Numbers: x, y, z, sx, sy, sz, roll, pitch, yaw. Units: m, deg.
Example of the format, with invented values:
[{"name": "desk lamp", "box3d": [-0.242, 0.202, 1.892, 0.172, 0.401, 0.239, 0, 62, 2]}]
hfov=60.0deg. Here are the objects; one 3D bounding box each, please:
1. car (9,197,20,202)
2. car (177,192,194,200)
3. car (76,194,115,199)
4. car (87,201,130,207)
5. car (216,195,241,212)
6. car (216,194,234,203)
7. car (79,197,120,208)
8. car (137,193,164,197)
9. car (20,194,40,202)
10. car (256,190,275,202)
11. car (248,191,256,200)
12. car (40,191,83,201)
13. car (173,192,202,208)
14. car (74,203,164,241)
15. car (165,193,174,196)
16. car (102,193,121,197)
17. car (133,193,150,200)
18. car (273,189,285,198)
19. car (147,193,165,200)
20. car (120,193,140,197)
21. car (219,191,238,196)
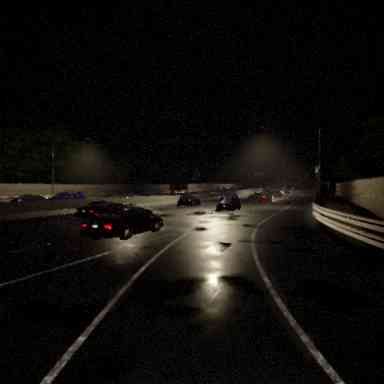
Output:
[{"name": "car", "box3d": [-22.535, 1.058, 45.415, 2.097, 1.767, 4.553, 0, 0, 21]}, {"name": "car", "box3d": [-1.426, 0.840, 71.606, 2.097, 1.767, 4.553, 0, 1, 20]}, {"name": "car", "box3d": [-12.324, 1.310, 42.751, 1.994, 1.385, 4.181, 0, 0, 21]}, {"name": "car", "box3d": [-4.638, 1.475, 23.322, 2.033, 1.411, 5.357, 0, 1, 21]}, {"name": "car", "box3d": [4.039, 1.393, 36.347, 1.994, 1.385, 4.181, 0, 1, 21]}, {"name": "car", "box3d": [6.185, 1.153, 61.958, 2.033, 1.411, 5.357, 0, 1, 20]}, {"name": "car", "box3d": [-7.074, 1.441, 26.775, 2.033, 1.411, 5.357, 0, 1, 21]}, {"name": "car", "box3d": [-6.954, 1.232, 56.909, 1.895, 1.301, 4.718, 0, 1, 21]}, {"name": "car", "box3d": [-19.390, 1.272, 43.848, 2.033, 1.411, 5.357, 0, 1, 21]}, {"name": "car", "box3d": [13.858, 0.957, 62.501, 2.097, 1.767, 4.553, 0, 1, 20]}, {"name": "car", "box3d": [13.098, 1.039, 70.510, 1.994, 1.385, 4.181, 0, 1, 20]}, {"name": "car", "box3d": [-16.136, 0.962, 42.572, 2.150, 2.045, 5.566, 0, 1, 21]}, {"name": "car", "box3d": [-0.287, 1.100, 44.696, 2.097, 1.767, 4.553, 0, 1, 21]}, {"name": "car", "box3d": [-3.337, 1.533, 16.877, 2.033, 1.411, 5.357, 0, 1, 21]}, {"name": "car", "box3d": [-4.609, 0.986, 73.090, 2.128, 1.511, 4.902, 0, 1, 20]}, {"name": "car", "box3d": [-13.416, 1.075, 59.564, 1.882, 1.535, 5.008, 0, 1, 21]}, {"name": "car", "box3d": [-11.330, 0.962, 75.101, 1.812, 1.442, 4.674, 0, 1, 20]}, {"name": "car", "box3d": [21.366, 0.671, 82.812, 1.882, 1.535, 5.008, 0, 2, 20]}, {"name": "car", "box3d": [-7.970, 0.977, 74.096, 2.128, 1.511, 4.902, 0, 1, 20]}, {"name": "car", "box3d": [-10.056, 1.213, 58.554, 1.895, 1.301, 4.718, 0, 1, 21]}, {"name": "car", "box3d": [5.568, 0.931, 50.314, 2.150, 2.045, 5.566, 0, 1, 21]}]
